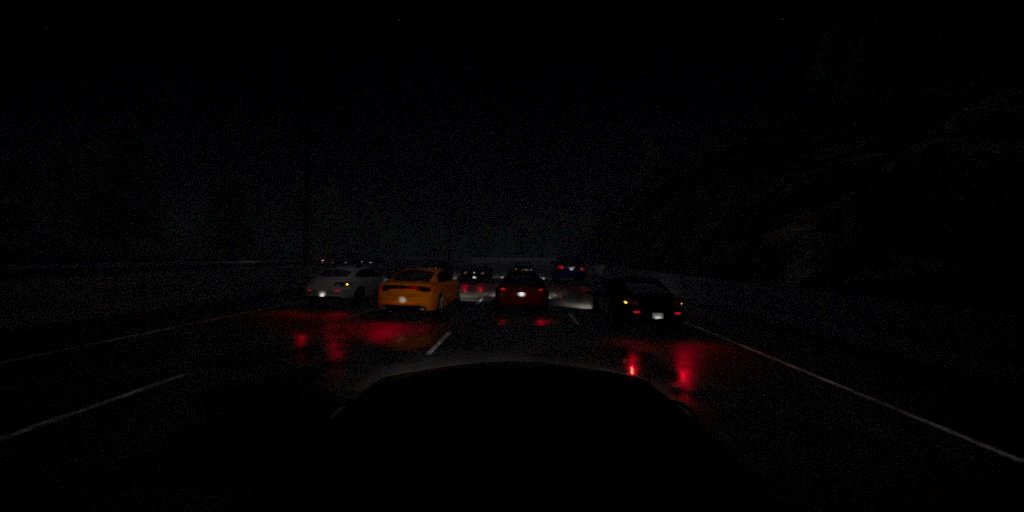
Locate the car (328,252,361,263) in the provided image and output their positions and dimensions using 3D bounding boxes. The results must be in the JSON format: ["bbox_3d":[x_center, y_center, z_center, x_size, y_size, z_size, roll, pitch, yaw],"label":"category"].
[{"bbox_3d":[-23.015,0.438,50.546,2.150,2.045,5.566,1,0,2],"label":"car"}]

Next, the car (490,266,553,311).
[{"bbox_3d":[0.412,1.302,14.499,1.994,1.385,4.181,1,0,2],"label":"car"}]

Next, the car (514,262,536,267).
[{"bbox_3d":[0.919,1.218,29.539,2.128,1.511,4.902,1,0,2],"label":"car"}]

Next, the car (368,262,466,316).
[{"bbox_3d":[-3.145,1.148,13.087,1.882,1.535,5.008,1,0,2],"label":"car"}]

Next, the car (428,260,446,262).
[{"bbox_3d":[-6.076,1.078,29.778,2.128,1.511,4.902,1,0,2],"label":"car"}]

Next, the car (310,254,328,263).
[{"bbox_3d":[-26.505,0.498,50.834,2.097,1.767,4.553,1,0,2],"label":"car"}]

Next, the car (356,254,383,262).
[{"bbox_3d":[-19.524,0.791,50.535,1.837,1.490,4.892,1,0,2],"label":"car"}]

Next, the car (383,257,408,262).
[{"bbox_3d":[-16.028,0.881,50.457,1.812,1.442,4.674,1,0,2],"label":"car"}]

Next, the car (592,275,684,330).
[{"bbox_3d":[3.787,1.336,11.361,1.812,1.442,4.674,1,0,2],"label":"car"}]

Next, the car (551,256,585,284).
[{"bbox_3d":[4.382,1.020,28.393,2.150,2.045,5.566,1,0,2],"label":"car"}]

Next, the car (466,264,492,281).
[{"bbox_3d":[-2.638,1.258,28.199,1.895,1.301,4.718,1,0,2],"label":"car"}]

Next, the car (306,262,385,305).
[{"bbox_3d":[-6.576,1.124,14.908,1.812,1.442,4.674,1,0,2],"label":"car"}]
